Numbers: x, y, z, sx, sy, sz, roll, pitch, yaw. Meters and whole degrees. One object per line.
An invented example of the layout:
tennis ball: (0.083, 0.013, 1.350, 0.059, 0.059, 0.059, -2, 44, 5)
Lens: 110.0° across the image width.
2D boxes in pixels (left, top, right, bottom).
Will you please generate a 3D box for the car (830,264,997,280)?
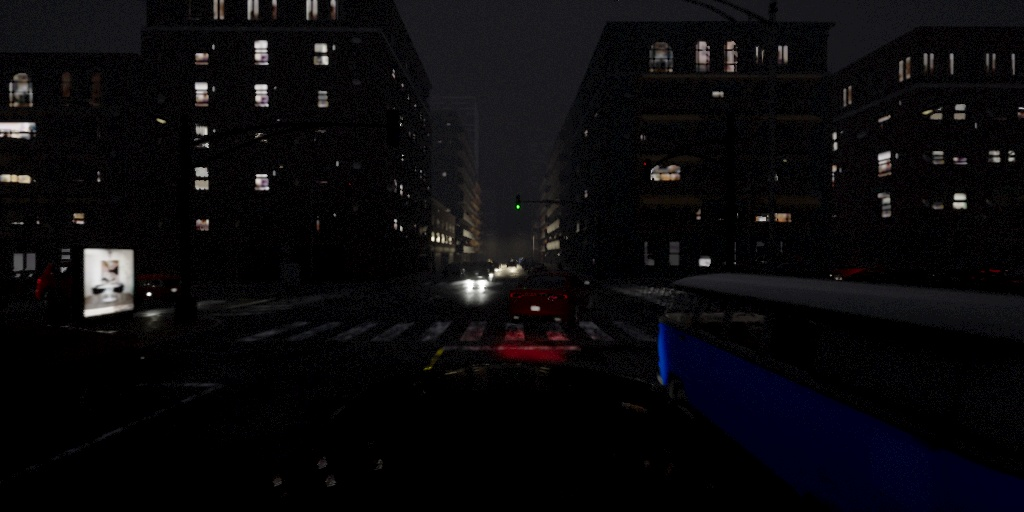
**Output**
car: (15.783, 1.123, 14.298, 4.313, 1.339, 1.948, 0, 0, 0)

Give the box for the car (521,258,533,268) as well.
car: (2.650, 1.409, 52.078, 1.888, 1.381, 4.507, 0, 0, 0)

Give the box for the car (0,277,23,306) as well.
car: (-22.403, 1.662, 13.864, 4.403, 1.370, 2.007, 0, 0, 0)

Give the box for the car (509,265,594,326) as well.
car: (1.462, 1.248, 11.938, 1.882, 1.535, 5.008, -1, 0, 20)

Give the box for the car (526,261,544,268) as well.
car: (2.663, 1.404, 35.508, 1.802, 1.307, 4.207, 0, 0, 0)

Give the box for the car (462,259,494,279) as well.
car: (-3.116, 1.310, 34.115, 2.128, 1.511, 4.902, 0, 0, 0)

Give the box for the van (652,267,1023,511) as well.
van: (2.687, 1.094, 3.114, 1.690, 1.789, 3.998, 0, 0, 0)

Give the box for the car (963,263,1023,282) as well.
car: (21.353, 1.059, 14.342, 4.207, 1.307, 1.802, 0, 0, 0)

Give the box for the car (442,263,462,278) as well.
car: (-5.718, 1.388, 35.513, 1.948, 1.339, 4.313, 0, 0, 0)

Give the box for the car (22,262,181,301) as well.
car: (-18.378, 1.258, 16.629, 5.566, 2.045, 2.150, -1, 0, 1)

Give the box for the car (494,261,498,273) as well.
car: (-3.128, 1.407, 44.052, 1.994, 1.385, 4.181, 0, 0, -1)

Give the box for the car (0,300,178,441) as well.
car: (-5.694, 1.335, 3.109, 1.802, 1.307, 4.207, 0, 0, 0)

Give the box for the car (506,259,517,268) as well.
car: (-0.049, 1.444, 64.547, 2.033, 1.411, 5.357, 0, 0, 0)

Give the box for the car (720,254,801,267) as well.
car: (15.756, 0.824, 22.678, 5.009, 1.841, 2.192, 0, 0, 0)

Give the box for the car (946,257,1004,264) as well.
car: (25.296, 0.865, 20.160, 5.008, 1.535, 1.882, -1, 0, 0)

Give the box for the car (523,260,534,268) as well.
car: (2.659, 1.401, 41.031, 1.948, 1.339, 4.313, 0, 0, 0)

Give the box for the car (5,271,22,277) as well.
car: (-30.277, 1.615, 22.441, 4.097, 1.591, 1.967, 0, 0, 0)

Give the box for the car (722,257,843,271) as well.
car: (14.991, 1.027, 20.079, 4.902, 1.511, 2.128, -1, 0, 0)

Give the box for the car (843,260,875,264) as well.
car: (21.326, 0.974, 22.723, 4.507, 1.381, 1.888, 0, 0, 0)
